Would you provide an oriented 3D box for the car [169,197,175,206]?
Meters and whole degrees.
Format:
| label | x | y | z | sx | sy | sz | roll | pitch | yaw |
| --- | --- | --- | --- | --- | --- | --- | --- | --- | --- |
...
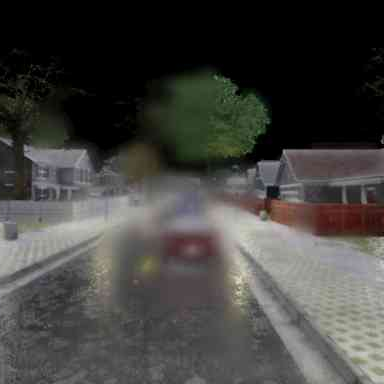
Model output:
| label | x | y | z | sx | sy | sz | roll | pitch | yaw |
| --- | --- | --- | --- | --- | --- | --- | --- | --- | --- |
| car | -2.810 | 1.663 | 57.045 | 2.128 | 1.511 | 4.902 | 0 | 0 | 0 |

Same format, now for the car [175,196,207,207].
| label | x | y | z | sx | sy | sz | roll | pitch | yaw |
| --- | --- | --- | --- | --- | --- | --- | --- | --- | --- |
| car | 0.037 | 1.308 | 26.435 | 2.150 | 2.045 | 5.566 | 0 | 0 | 1 |

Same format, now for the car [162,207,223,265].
| label | x | y | z | sx | sy | sz | roll | pitch | yaw |
| --- | --- | --- | --- | --- | --- | --- | --- | --- | --- |
| car | 0.041 | 1.517 | 11.935 | 1.882 | 1.535 | 5.008 | 0 | 0 | 1 |
